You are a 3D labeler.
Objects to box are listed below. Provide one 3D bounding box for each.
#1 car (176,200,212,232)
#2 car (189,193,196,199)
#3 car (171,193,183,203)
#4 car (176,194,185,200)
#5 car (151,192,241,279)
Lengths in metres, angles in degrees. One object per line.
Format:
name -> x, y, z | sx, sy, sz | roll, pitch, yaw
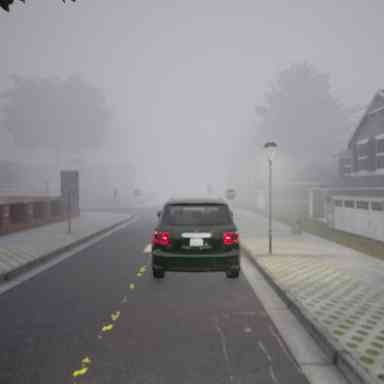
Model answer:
car -> 0.109, 1.345, 20.248 | 1.882, 1.535, 5.008 | 0, 0, 0
car -> 0.027, 0.925, 87.589 | 1.837, 1.490, 4.892 | 0, 0, 0
car -> -2.763, 1.021, 62.333 | 2.097, 1.767, 4.553 | 0, 0, 1
car -> -2.727, 1.167, 77.427 | 1.994, 1.385, 4.181 | 0, 0, 0
car -> 0.100, 1.152, 9.911 | 2.150, 2.045, 5.566 | 0, 1, 0
